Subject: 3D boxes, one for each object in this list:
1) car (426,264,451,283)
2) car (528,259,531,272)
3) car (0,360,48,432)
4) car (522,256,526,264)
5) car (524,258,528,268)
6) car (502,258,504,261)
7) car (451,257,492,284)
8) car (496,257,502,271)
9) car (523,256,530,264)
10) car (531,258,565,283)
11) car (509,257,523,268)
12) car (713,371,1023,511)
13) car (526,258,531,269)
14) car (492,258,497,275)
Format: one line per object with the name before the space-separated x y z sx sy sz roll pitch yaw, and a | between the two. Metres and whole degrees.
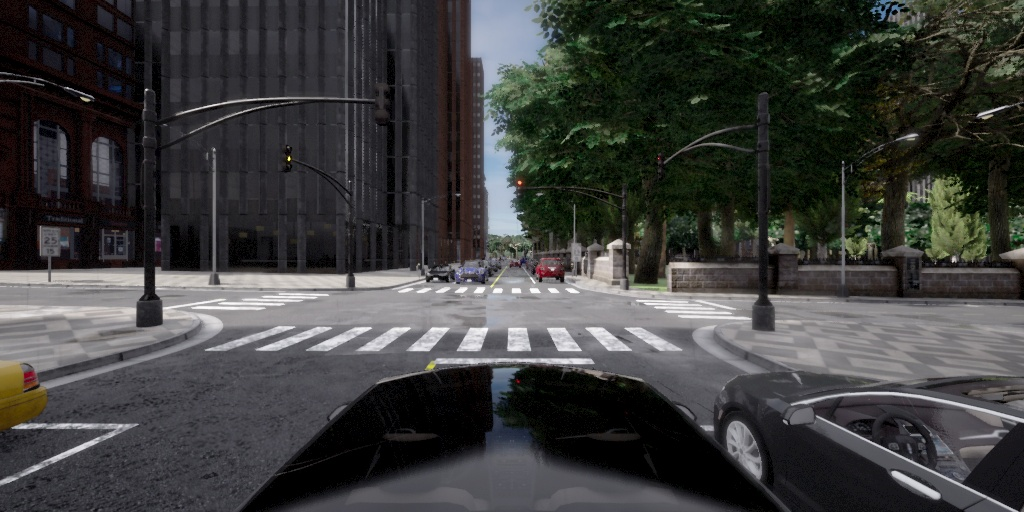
car | -5.562 1.326 28.436 1.948 1.339 4.313 0 0 0
car | 3.046 1.338 39.292 1.948 1.339 4.313 0 0 0
car | -5.766 1.275 1.602 1.751 1.417 4.829 0 0 0
car | 3.211 1.237 61.118 1.967 1.591 4.097 0 0 0
car | 3.129 1.335 50.205 2.007 1.370 4.403 0 0 0
car | -2.664 1.355 55.429 1.994 1.385 4.181 0 0 1
car | -2.912 1.112 26.839 2.097 1.767 4.553 0 0 0
car | -2.764 1.270 45.439 2.128 1.511 4.902 0 0 0
car | 3.170 1.231 55.661 1.967 1.591 4.097 0 0 0
car | 2.963 1.075 28.380 2.192 1.841 5.009 0 0 0
car | 0.536 1.323 61.252 1.812 1.442 4.674 0 0 0
car | 2.760 1.300 1.716 2.007 1.370 4.403 0 0 0
car | 3.087 1.329 44.748 2.007 1.370 4.403 0 0 0
car | -2.842 1.273 35.942 1.837 1.490 4.892 0 0 1
